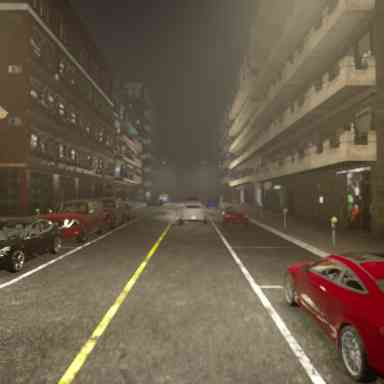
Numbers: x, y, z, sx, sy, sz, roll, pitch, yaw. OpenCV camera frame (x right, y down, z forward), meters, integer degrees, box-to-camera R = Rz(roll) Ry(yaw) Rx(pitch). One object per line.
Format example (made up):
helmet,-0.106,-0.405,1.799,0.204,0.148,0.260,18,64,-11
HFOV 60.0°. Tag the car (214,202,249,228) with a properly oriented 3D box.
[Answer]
car,2.701,1.572,21.833,1.802,1.307,4.206,1,0,0

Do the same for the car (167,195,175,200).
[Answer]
car,-5.673,1.544,88.726,1.802,1.307,4.206,1,0,0

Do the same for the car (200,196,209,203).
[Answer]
car,2.673,1.535,71.973,1.947,1.339,4.313,1,0,0

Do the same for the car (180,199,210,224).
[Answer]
car,0.102,1.515,24.648,1.812,1.442,4.674,0,0,0

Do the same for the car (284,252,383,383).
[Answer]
car,2.700,1.580,5.120,1.802,1.307,4.206,1,0,0

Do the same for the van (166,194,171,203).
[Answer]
van,-5.672,1.312,66.442,1.690,1.788,3.998,1,0,0

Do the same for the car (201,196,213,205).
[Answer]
car,2.685,1.518,60.831,1.887,1.381,4.507,1,0,0

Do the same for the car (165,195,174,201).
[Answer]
car,-5.673,1.515,83.156,2.008,1.369,4.403,1,0,0

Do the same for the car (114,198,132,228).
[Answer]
car,-5.675,1.305,21.873,2.192,1.841,5.009,1,0,0

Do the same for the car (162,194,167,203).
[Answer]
car,-5.675,1.542,55.300,1.947,1.339,4.313,1,0,0

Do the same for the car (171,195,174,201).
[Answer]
car,-5.674,1.520,72.012,2.008,1.369,4.403,1,0,0

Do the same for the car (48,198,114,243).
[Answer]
car,-5.675,1.308,16.301,2.192,1.841,5.009,1,0,0

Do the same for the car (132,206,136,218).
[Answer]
car,-5.678,1.570,27.445,1.802,1.307,4.206,1,0,0

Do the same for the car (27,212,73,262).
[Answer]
car,-5.679,1.561,10.731,1.947,1.339,4.313,1,0,0

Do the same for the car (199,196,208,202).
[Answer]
car,2.674,1.549,77.545,1.802,1.307,4.206,1,0,0

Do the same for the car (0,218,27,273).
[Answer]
car,-3.101,1.221,1.232,2.150,2.045,5.566,0,0,0

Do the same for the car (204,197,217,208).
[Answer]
car,2.712,1.503,49.859,1.752,1.417,4.829,1,0,0

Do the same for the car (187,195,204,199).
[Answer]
car,0.103,1.332,41.584,2.097,1.767,4.553,0,0,0

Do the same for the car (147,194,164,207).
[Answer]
car,-5.675,1.503,49.559,1.752,1.417,4.829,1,0,0

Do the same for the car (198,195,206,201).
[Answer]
car,2.675,1.513,88.686,2.008,1.369,4.403,1,0,0

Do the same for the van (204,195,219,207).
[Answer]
van,2.710,1.321,44.117,1.690,1.788,3.998,1,0,0
